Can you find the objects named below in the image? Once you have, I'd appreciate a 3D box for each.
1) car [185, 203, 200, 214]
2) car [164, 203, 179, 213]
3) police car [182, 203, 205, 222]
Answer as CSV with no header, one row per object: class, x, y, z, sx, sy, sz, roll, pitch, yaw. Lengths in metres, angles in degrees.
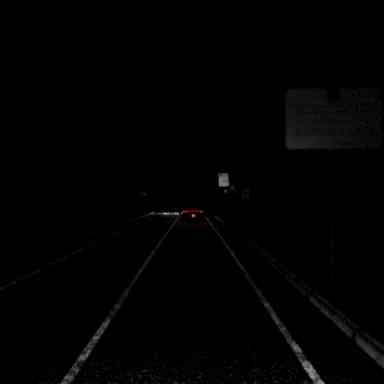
car,0.067,2.297,47.316,2.033,1.411,5.357,0,-1,0
car,-3.010,2.325,49.801,1.812,1.442,4.674,0,-1,0
police car,0.130,1.903,30.605,2.038,1.542,4.974,0,-1,0
